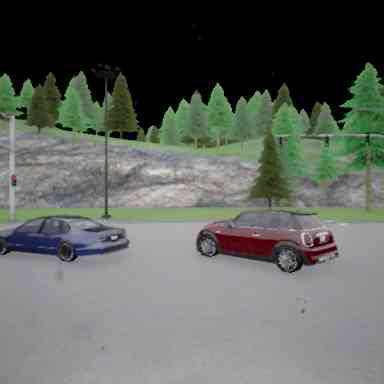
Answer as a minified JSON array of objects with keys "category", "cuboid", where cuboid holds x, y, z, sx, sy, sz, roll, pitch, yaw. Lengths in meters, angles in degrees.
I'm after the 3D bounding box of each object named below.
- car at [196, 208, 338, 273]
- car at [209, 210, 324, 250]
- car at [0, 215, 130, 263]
[{"category":"car","cuboid":[2.235,1.346,10.974,2.097,1.767,4.553,0,0,-44]},{"category":"car","cuboid":[3.221,1.592,14.976,4.718,1.301,1.895,0,0,39]},{"category":"car","cuboid":[-4.860,1.540,11.828,5.357,1.411,2.033,0,0,23]}]
